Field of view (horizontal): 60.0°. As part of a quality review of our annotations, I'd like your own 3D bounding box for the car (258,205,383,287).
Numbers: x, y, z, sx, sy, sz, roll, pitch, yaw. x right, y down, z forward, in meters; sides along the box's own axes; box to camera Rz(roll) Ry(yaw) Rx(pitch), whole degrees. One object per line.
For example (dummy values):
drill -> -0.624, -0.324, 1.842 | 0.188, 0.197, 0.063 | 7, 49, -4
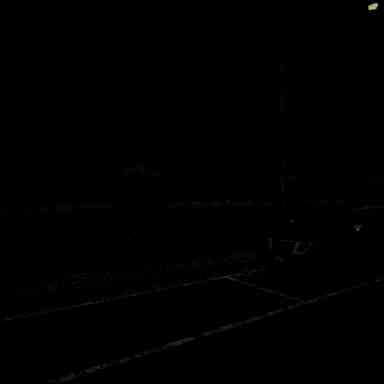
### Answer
car -> 4.163, 1.313, 9.503 | 5.009, 1.841, 2.192 | 0, 0, -35
